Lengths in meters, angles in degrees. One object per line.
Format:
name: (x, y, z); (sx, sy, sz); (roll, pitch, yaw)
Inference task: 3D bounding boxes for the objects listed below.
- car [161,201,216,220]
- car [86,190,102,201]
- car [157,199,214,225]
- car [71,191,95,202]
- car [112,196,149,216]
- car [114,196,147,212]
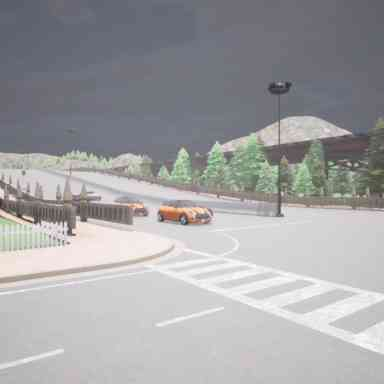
car: (-0.429, 1.538, 29.618); (2.033, 1.411, 5.357); (0, 0, -37)
car: (-14.815, 0.492, 48.678); (1.895, 1.301, 4.718); (0, 5, -36)
car: (-0.606, 1.351, 24.069); (2.097, 1.767, 4.553); (0, 0, -37)
car: (-14.471, 0.943, 42.361); (1.895, 1.301, 4.718); (0, 4, -37)
car: (-5.816, 1.322, 30.920); (2.097, 1.767, 4.553); (0, 1, -37)
car: (-7.199, 1.280, 38.536); (1.837, 1.490, 4.892); (0, 2, -37)
